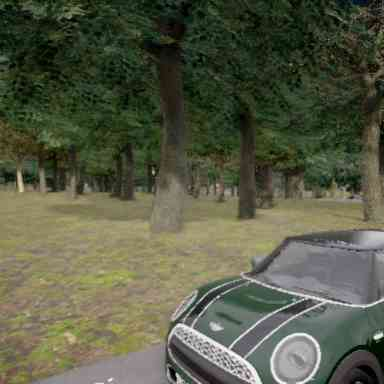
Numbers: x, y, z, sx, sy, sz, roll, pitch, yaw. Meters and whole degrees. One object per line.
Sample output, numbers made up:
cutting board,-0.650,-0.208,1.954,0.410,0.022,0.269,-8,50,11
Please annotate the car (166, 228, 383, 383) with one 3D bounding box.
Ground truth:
car,1.904,1.359,4.429,4.553,1.767,2.097,0,0,-35
